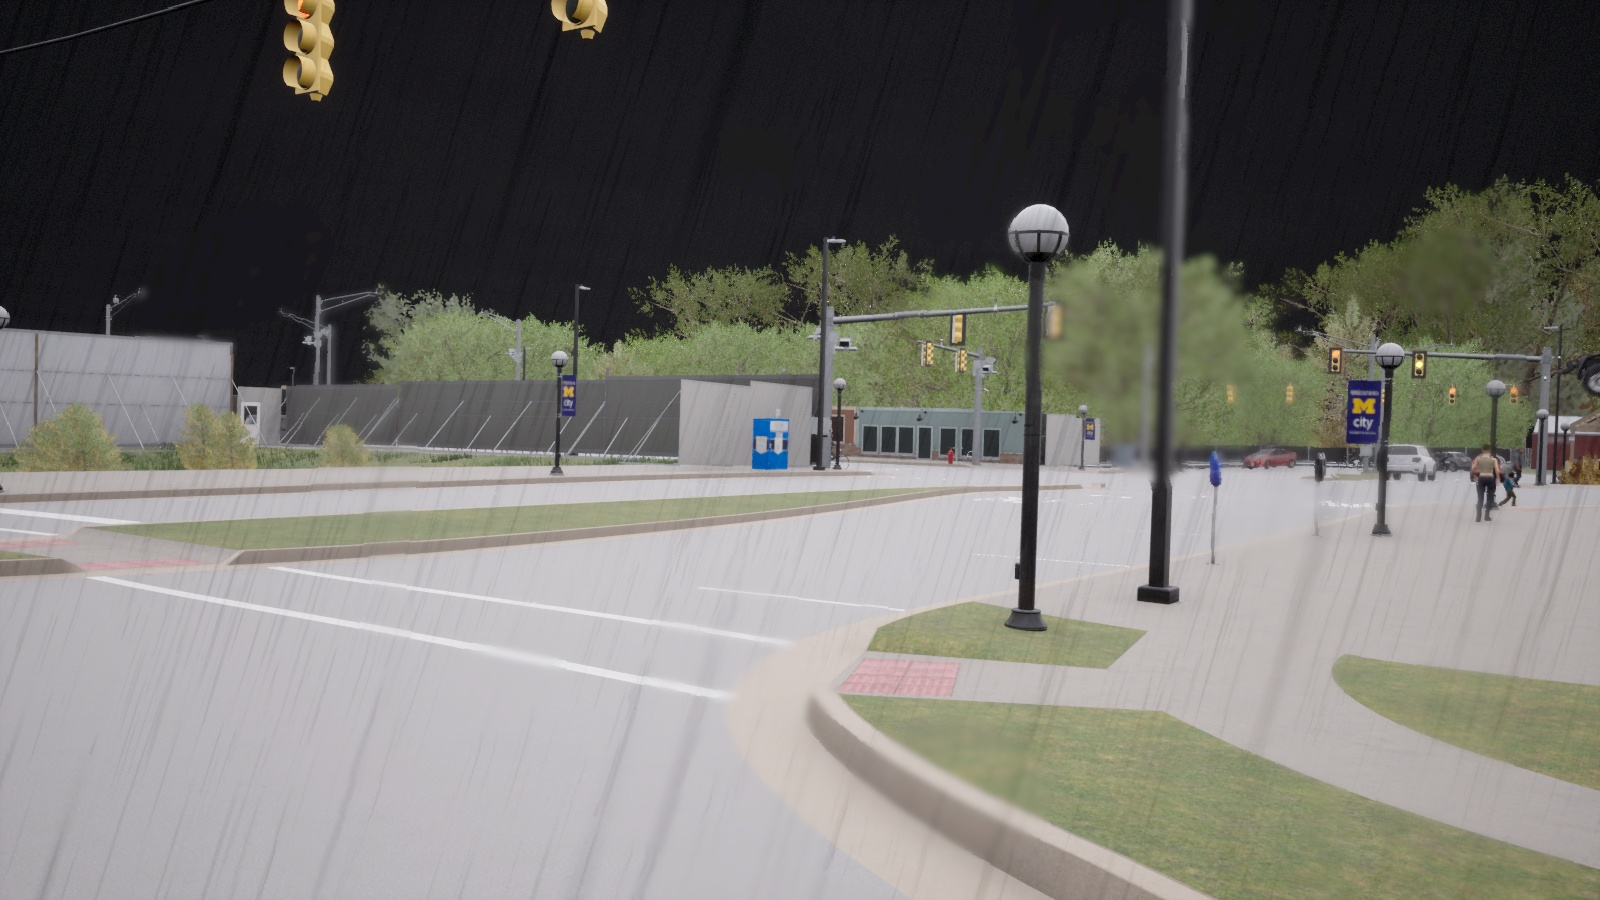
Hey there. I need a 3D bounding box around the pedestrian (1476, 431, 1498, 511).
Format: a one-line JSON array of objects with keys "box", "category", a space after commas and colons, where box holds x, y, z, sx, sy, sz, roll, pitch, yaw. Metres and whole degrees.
[{"box": [16.090, 0.484, 29.399, 0.345, 1.836, 0.594, 2, 2, 34], "category": "pedestrian"}]

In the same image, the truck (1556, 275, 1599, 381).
[{"box": [30.158, -4.364, 42.207, 7.936, 3.462, 2.891, -3, 2, 32], "category": "truck"}]

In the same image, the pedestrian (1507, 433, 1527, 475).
[{"box": [32.003, 0.171, 56.034, 0.694, 1.848, 0.540, 2, 2, 34], "category": "pedestrian"}]

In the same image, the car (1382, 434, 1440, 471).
[{"box": [35.005, 0.158, 71.877, 2.150, 2.045, 5.566, 0, 0, 35], "category": "car"}]

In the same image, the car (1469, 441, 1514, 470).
[{"box": [40.739, 0.293, 73.917, 1.851, 1.617, 3.988, 0, 1, 36], "category": "car"}]

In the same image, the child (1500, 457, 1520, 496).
[{"box": [22.280, 0.833, 39.418, 0.448, 1.192, 0.343, 1, 2, 16], "category": "child"}]

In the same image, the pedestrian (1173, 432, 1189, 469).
[{"box": [20.118, 0.041, 66.267, 0.692, 1.930, 0.395, 2, 2, 41], "category": "pedestrian"}]
